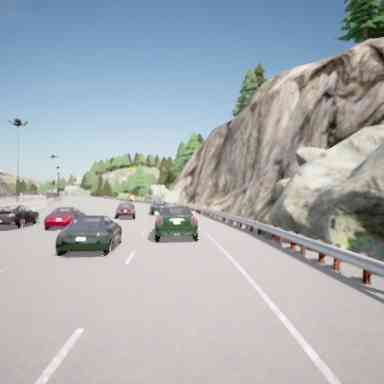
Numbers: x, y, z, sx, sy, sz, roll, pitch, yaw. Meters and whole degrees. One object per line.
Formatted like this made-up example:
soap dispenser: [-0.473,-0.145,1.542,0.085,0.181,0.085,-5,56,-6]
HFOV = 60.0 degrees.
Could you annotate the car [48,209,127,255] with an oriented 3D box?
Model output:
car: [-4.077,1.639,13.740,1.994,1.385,4.181,0,0,-4]

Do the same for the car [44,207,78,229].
car: [-8.501,1.691,22.589,1.994,1.385,4.181,0,0,-7]

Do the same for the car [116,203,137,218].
car: [-6.262,1.713,31.584,2.033,1.411,5.357,0,0,-10]

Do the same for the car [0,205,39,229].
car: [-12.039,1.628,22.757,2.128,1.511,4.902,0,0,-7]

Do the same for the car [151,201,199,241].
car: [-0.892,1.438,17.529,2.097,1.767,4.553,0,0,-5]

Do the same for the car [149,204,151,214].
car: [-3.595,1.672,36.176,2.128,1.511,4.902,0,0,-11]
